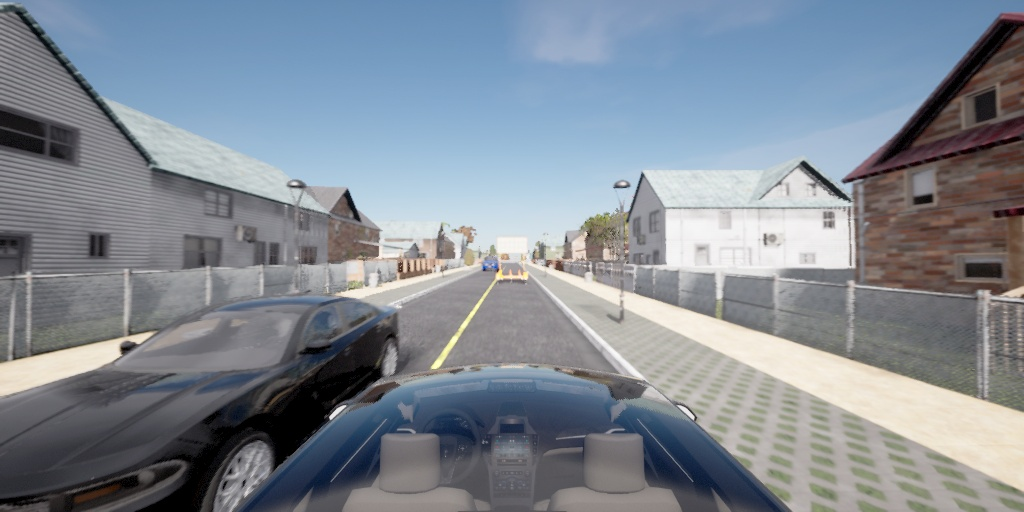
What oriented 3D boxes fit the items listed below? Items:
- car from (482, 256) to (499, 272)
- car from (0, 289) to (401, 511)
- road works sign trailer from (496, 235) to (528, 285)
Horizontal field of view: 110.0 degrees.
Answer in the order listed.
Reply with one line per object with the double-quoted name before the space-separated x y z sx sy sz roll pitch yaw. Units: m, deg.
"car" -2.828 1.063 48.546 2.150 2.045 5.566 0 -1 0
"car" -2.850 1.228 4.208 1.882 1.535 5.008 0 0 0
"road works sign trailer" 0.006 0.242 26.820 2.380 3.560 2.880 0 0 0
